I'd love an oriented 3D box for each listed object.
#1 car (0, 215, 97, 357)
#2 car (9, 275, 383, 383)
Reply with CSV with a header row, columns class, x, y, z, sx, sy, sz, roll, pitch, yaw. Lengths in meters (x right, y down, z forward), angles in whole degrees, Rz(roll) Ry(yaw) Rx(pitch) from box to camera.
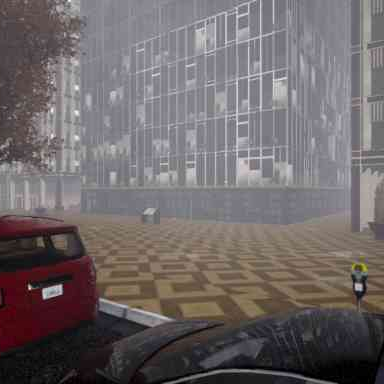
class,x,y,z,sx,sy,sz,roll,pitch,yaw
car,-3.665,1.315,5.501,5.009,1.841,2.192,0,0,36
car,0.827,1.566,2.287,4.313,1.339,1.947,0,0,36
